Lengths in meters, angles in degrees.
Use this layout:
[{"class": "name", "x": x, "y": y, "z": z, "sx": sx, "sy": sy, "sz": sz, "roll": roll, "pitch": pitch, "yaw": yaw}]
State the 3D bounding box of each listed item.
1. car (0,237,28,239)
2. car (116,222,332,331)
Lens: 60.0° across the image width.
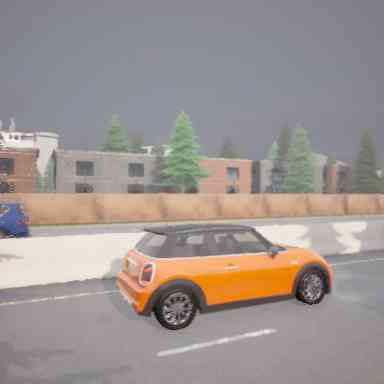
[{"class": "car", "x": -9.909, "y": 1.455, "z": 14.003, "sx": 5.566, "sy": 2.045, "sz": 2.150, "roll": 0, "pitch": -1, "yaw": -25}, {"class": "car", "x": 0.780, "y": 1.462, "z": 7.178, "sx": 4.553, "sy": 1.767, "sz": 2.097, "roll": 0, "pitch": -1, "yaw": -25}]
